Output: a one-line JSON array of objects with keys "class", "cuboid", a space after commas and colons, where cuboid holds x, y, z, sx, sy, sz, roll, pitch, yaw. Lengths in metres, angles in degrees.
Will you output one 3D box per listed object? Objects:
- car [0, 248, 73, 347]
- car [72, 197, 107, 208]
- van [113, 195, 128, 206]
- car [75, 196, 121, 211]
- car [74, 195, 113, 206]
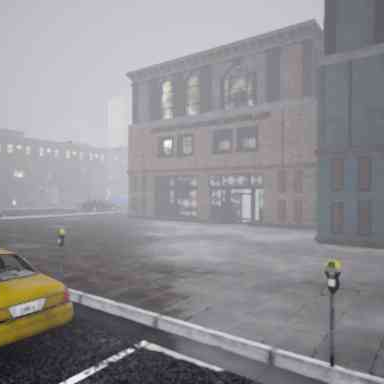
[{"class": "car", "cuboid": [-4.061, 1.500, 5.768, 4.829, 1.417, 1.752, 0, 0, 35]}, {"class": "car", "cuboid": [-14.945, 1.516, 48.844, 1.752, 1.417, 4.829, 0, 0, 35]}, {"class": "van", "cuboid": [-11.672, 1.360, 53.506, 1.690, 1.788, 3.998, 0, 0, 35]}, {"class": "car", "cuboid": [-11.122, 1.545, 39.616, 1.887, 1.381, 4.507, 0, 0, 35]}, {"class": "car", "cuboid": [-13.841, 1.497, 45.895, 1.837, 1.490, 4.892, 0, 0, 35]}]
